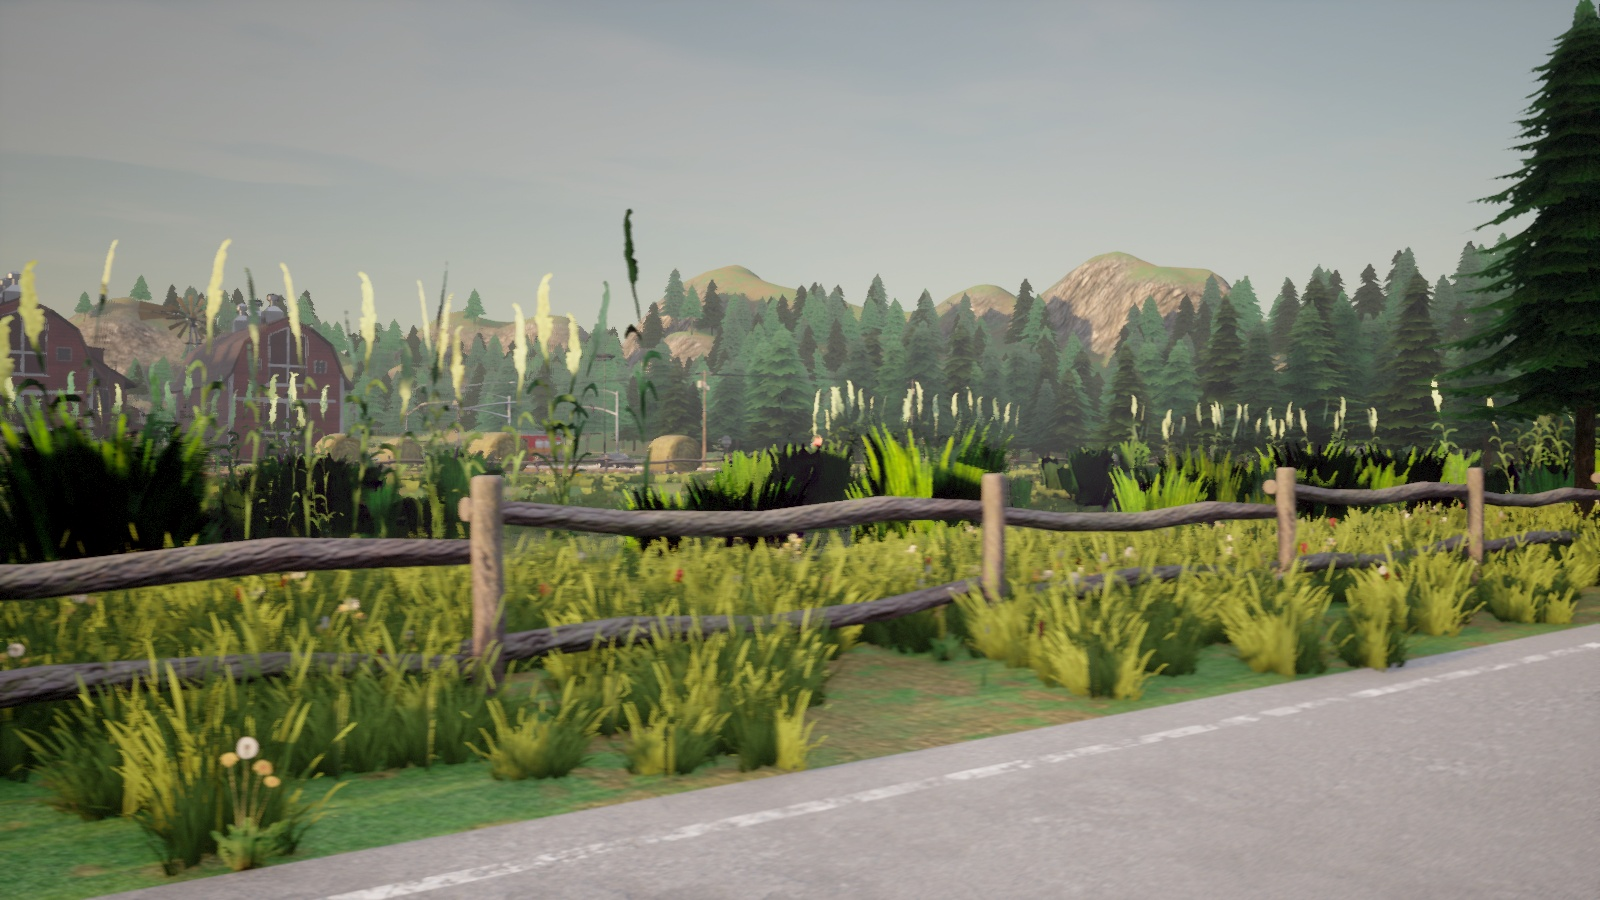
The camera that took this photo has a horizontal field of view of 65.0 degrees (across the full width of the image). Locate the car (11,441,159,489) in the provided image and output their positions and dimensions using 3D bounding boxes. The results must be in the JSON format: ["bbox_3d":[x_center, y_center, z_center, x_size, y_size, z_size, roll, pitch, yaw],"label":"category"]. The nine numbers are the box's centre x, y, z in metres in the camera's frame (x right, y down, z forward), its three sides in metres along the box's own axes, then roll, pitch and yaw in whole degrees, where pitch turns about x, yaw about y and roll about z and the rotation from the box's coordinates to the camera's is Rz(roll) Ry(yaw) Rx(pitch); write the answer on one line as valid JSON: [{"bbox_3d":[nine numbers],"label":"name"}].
[{"bbox_3d":[-31.984,0.639,56.239,5.566,2.045,2.150,0,0,-35],"label":"car"}]
